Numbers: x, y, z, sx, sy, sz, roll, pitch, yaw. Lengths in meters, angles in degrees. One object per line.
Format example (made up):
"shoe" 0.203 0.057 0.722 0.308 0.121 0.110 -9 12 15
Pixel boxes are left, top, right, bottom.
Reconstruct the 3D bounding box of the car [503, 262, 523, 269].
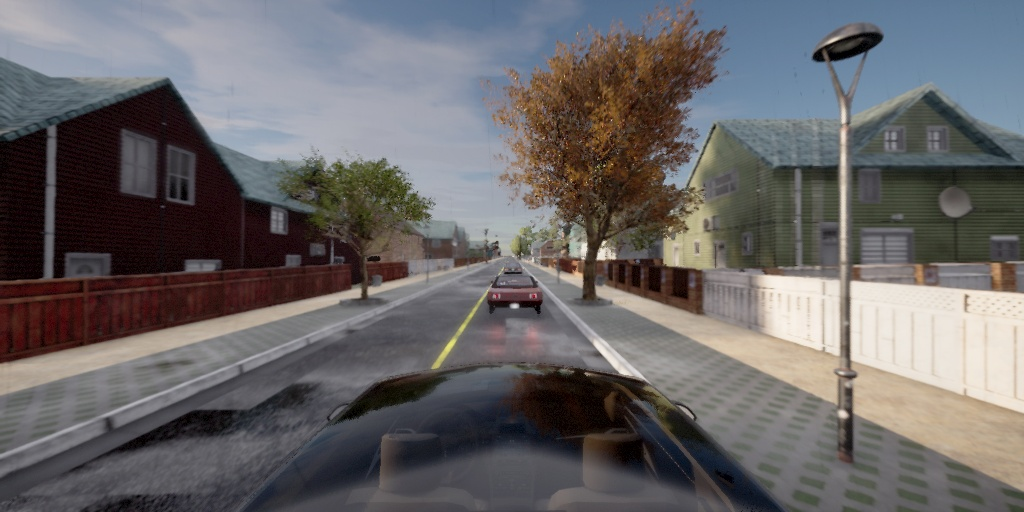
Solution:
"car" 0.088 1.294 35.305 2.033 1.411 5.357 0 0 0

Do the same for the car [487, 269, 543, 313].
"car" 0.095 1.352 14.027 1.895 1.301 4.718 0 0 0
